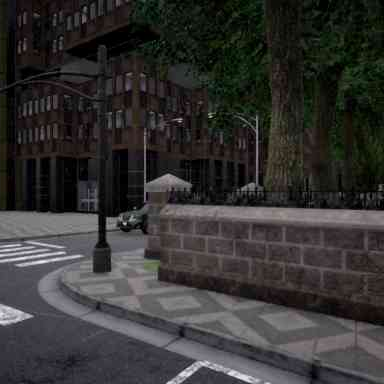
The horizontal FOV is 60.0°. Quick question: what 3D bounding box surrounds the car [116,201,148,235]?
[{"bbox_3d":[-2.385,1.584,22.008,2.150,2.045,5.566,0,-1,35],"label":"car"}]
